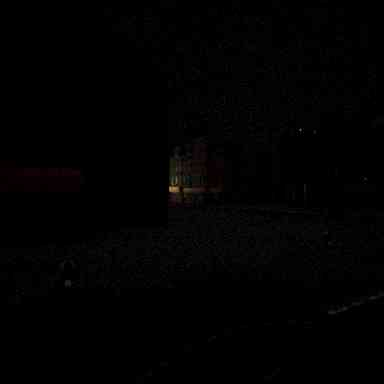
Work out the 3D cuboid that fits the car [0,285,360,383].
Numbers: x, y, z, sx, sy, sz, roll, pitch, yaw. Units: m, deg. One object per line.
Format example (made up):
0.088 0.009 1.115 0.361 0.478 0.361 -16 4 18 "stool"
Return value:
-0.452 1.566 2.481 4.313 1.339 1.947 0 0 -35 "car"
